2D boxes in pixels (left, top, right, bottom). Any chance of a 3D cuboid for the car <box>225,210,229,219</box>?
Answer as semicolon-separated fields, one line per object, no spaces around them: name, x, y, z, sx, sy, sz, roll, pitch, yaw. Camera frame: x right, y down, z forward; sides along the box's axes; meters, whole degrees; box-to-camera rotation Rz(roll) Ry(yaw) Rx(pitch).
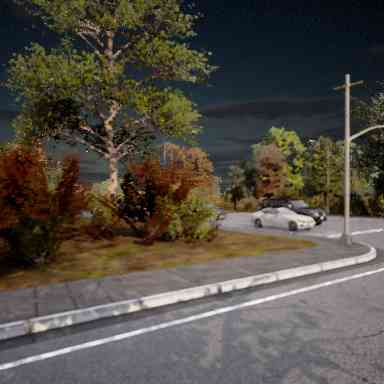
car;1.537;1.829;33.618;2.097;1.767;4.553;1;-2;-42

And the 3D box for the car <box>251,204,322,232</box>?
car;6.092;1.810;22.755;1.812;1.442;4.674;1;-1;-38

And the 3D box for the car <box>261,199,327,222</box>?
car;7.775;1.566;26.353;2.150;2.045;5.566;1;-1;-37

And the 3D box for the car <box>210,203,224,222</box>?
car;0.146;1.884;29.968;1.882;1.535;5.008;1;-2;-42
